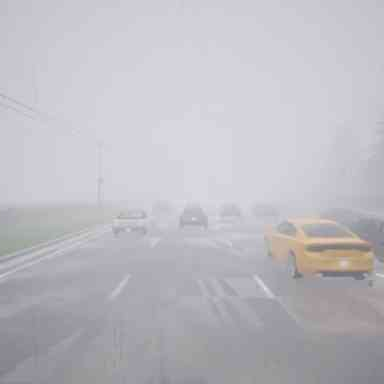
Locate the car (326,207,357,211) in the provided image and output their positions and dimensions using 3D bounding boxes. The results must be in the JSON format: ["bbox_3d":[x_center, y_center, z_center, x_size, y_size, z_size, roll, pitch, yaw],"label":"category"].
[{"bbox_3d":[10.603,1.748,23.607,1.994,1.385,4.181,0,0,0],"label":"car"}]

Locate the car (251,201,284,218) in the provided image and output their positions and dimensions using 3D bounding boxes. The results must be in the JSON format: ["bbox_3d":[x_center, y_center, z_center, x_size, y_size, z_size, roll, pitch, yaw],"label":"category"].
[{"bbox_3d":[7.103,1.804,32.828,2.033,1.411,5.357,0,0,0],"label":"car"}]

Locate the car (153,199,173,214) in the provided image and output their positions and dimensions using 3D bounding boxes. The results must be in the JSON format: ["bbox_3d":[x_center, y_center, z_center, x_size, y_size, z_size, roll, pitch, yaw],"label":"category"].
[{"bbox_3d":[-3.441,1.661,39.555,2.097,1.767,4.553,0,0,0],"label":"car"}]

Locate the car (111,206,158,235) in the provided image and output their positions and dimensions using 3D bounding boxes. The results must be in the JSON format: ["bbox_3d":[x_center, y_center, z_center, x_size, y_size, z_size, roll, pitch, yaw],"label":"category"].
[{"bbox_3d":[-3.397,1.758,19.974,1.895,1.301,4.718,0,0,0],"label":"car"}]

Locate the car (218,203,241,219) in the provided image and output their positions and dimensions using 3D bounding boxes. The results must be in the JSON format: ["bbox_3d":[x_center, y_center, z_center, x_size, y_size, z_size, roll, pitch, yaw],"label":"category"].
[{"bbox_3d":[3.604,1.802,32.561,2.033,1.411,5.357,0,0,0],"label":"car"}]

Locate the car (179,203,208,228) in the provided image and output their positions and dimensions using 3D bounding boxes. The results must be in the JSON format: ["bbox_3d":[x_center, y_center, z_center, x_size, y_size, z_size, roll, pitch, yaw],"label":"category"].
[{"bbox_3d":[0.104,1.752,23.911,1.994,1.385,4.181,0,0,0],"label":"car"}]

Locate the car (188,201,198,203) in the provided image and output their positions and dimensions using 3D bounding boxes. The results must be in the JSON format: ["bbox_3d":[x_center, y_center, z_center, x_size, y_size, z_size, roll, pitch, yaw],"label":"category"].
[{"bbox_3d":[0.105,1.899,42.790,1.994,1.385,4.181,0,0,0],"label":"car"}]

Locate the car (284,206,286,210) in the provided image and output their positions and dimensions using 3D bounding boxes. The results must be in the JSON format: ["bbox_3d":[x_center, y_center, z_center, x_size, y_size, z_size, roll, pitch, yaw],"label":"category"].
[{"bbox_3d":[10.606,1.898,42.746,1.994,1.385,4.181,0,0,0],"label":"car"}]

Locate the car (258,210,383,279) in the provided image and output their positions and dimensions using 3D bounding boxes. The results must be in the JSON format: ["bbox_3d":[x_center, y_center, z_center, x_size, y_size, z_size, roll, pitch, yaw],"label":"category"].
[{"bbox_3d":[3.601,1.559,10.346,1.882,1.535,5.008,0,0,0],"label":"car"}]

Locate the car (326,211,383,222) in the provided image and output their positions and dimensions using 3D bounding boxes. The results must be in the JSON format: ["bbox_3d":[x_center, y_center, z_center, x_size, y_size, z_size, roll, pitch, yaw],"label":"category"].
[{"bbox_3d":[7.101,1.643,12.220,2.033,1.411,5.357,0,0,0],"label":"car"}]
